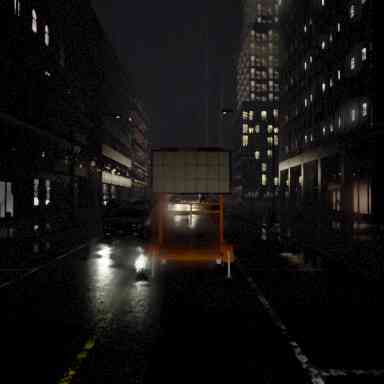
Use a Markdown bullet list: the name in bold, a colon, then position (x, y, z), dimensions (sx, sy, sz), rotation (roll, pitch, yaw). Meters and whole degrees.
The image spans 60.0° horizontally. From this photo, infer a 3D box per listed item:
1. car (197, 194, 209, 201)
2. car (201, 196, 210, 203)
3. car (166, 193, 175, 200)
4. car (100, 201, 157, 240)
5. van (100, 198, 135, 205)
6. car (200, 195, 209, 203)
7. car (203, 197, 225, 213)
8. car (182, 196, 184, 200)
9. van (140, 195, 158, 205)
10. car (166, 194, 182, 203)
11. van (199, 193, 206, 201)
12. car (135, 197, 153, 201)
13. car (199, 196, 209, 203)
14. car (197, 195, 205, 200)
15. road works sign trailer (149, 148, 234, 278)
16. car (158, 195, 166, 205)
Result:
- **car**: position (2.548, 1.262, 65.004), dimensions (2.192, 1.841, 5.009), rotation (1, 0, 0)
- **car**: position (2.600, 1.530, 42.211), dimensions (2.008, 1.369, 4.403), rotation (1, 0, 0)
- **car**: position (-5.902, 1.208, 93.595), dimensions (2.192, 1.841, 5.009), rotation (1, 0, 0)
- **car**: position (-3.143, 1.475, 17.159), dimensions (1.882, 1.535, 5.008), rotation (0, 0, 0)
- **van**: position (-5.734, 1.334, 25.209), dimensions (1.690, 1.788, 3.998), rotation (1, 0, 0)
- **car**: position (2.586, 1.517, 47.910), dimensions (1.887, 1.381, 4.507), rotation (1, 0, 0)
- **car**: position (2.614, 1.536, 36.514), dimensions (2.008, 1.369, 4.403), rotation (1, 0, 0)
- **car**: position (-3.224, 1.476, 90.133), dimensions (1.994, 1.385, 4.181), rotation (0, 0, 0)
- **van**: position (-5.777, 1.320, 42.307), dimensions (1.690, 1.788, 3.998), rotation (1, 0, 0)
- **car**: position (-3.225, 1.482, 58.747), dimensions (1.812, 1.442, 4.674), rotation (0, 0, 0)
- **van**: position (2.515, 1.257, 82.098), dimensions (1.690, 1.788, 3.998), rotation (1, 0, 0)
- **car**: position (-5.767, 1.551, 36.610), dimensions (1.947, 1.339, 4.313), rotation (1, 0, 0)
- **car**: position (2.529, 1.488, 70.702), dimensions (2.008, 1.369, 4.403), rotation (1, 0, 0)
- **car**: position (2.463, 1.471, 87.796), dimensions (1.947, 1.339, 4.313), rotation (1, 0, 0)
- **road works sign trailer**: position (-0.025, 0.465, 10.128), dimensions (2.380, 3.560, 2.880), rotation (0, 0, 0)
- **car**: position (-5.809, 1.515, 53.705), dimensions (2.008, 1.369, 4.403), rotation (1, 0, 0)
